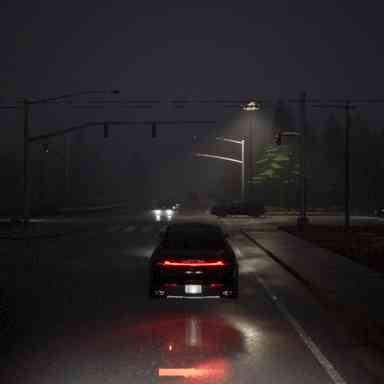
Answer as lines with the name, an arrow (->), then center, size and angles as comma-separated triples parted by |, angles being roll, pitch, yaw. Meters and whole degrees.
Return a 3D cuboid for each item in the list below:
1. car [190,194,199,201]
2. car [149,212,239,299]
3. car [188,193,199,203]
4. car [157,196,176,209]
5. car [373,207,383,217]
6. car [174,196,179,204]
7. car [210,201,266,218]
car -> 0.567, 1.355, 80.865 | 2.097, 1.767, 4.553 | 0, 0, 2
car -> 0.047, 1.501, 8.439 | 1.837, 1.490, 4.892 | 0, 0, 1
car -> 0.296, 1.224, 70.472 | 2.150, 2.045, 5.566 | 0, 0, 2
car -> -3.599, 1.601, 44.843 | 1.895, 1.301, 4.718 | 0, 0, 0
car -> 18.624, 1.553, 29.495 | 4.674, 1.442, 1.812 | -1, 0, 0
car -> -3.576, 1.477, 54.125 | 1.882, 1.535, 5.008 | 0, 0, 0
car -> 4.042, 1.513, 29.506 | 4.902, 1.511, 2.128 | 0, 0, -5
